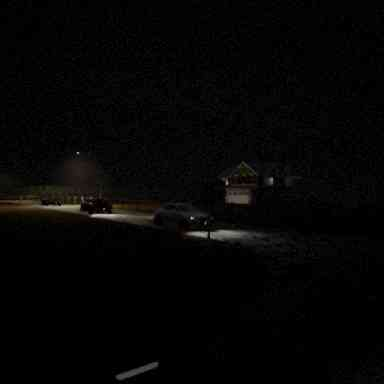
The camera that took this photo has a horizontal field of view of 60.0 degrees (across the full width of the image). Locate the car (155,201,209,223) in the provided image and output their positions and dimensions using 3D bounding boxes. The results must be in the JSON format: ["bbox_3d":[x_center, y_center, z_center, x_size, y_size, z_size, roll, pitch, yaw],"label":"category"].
[{"bbox_3d":[-0.813,1.432,24.870,1.994,1.385,4.181,1,-1,-36],"label":"car"}]

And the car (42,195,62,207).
[{"bbox_3d":[-19.269,1.245,45.603,1.837,1.490,4.892,1,-1,-35],"label":"car"}]

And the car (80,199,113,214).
[{"bbox_3d":[-8.984,1.323,31.275,1.994,1.385,4.181,1,-1,-36],"label":"car"}]

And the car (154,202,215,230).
[{"bbox_3d":[-0.605,1.358,19.668,1.812,1.442,4.674,1,0,-36],"label":"car"}]
